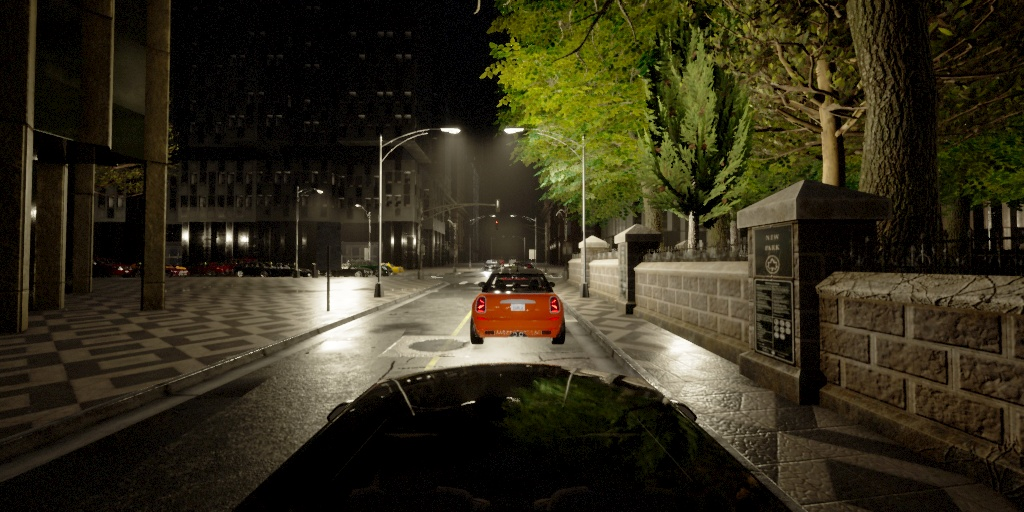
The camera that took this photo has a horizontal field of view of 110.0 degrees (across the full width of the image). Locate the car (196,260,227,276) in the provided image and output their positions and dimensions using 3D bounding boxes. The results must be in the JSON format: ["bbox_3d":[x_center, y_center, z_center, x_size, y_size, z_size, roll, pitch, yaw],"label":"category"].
[{"bbox_3d":[-32.119,1.392,37.538,4.674,1.442,1.812,0,-1,1],"label":"car"}]

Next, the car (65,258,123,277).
[{"bbox_3d":[-36.557,1.060,31.705,5.009,1.841,2.192,0,0,1],"label":"car"}]

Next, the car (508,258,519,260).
[{"bbox_3d":[1.166,1.328,43.113,1.837,1.490,4.892,-2,1,-13],"label":"car"}]

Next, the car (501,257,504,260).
[{"bbox_3d":[-2.810,1.370,61.145,1.837,1.490,4.892,0,0,1],"label":"car"}]

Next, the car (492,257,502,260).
[{"bbox_3d":[-2.873,1.326,50.770,2.128,1.511,4.902,0,0,0],"label":"car"}]

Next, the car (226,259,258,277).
[{"bbox_3d":[-23.882,1.291,34.256,4.892,1.490,1.837,0,-1,0],"label":"car"}]

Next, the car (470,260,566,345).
[{"bbox_3d":[0.130,1.107,9.707,2.097,1.767,4.553,0,0,0],"label":"car"}]

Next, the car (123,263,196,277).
[{"bbox_3d":[-31.045,1.320,31.650,4.207,1.307,1.802,0,0,1],"label":"car"}]

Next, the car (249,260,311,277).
[{"bbox_3d":[-20.019,1.289,31.539,4.313,1.339,1.948,0,0,1],"label":"car"}]

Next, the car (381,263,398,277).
[{"bbox_3d":[-13.737,1.125,34.156,4.553,1.767,2.097,0,-1,0],"label":"car"}]

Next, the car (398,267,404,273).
[{"bbox_3d":[-14.600,1.426,40.008,4.829,1.417,1.751,0,0,1],"label":"car"}]

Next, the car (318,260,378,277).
[{"bbox_3d":[-14.506,1.267,31.483,4.403,1.370,2.007,0,0,1],"label":"car"}]
